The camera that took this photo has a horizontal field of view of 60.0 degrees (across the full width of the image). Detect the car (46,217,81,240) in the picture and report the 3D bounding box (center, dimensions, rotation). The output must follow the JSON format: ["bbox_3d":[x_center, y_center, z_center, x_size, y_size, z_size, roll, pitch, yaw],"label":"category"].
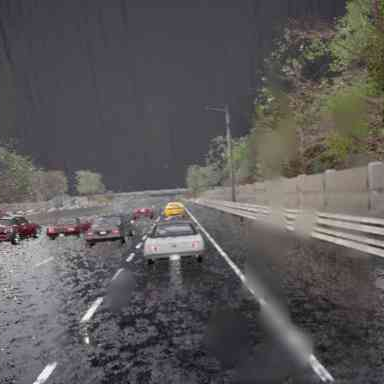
[{"bbox_3d":[-8.054,2.373,22.468,1.895,1.301,4.718,-4,-1,-3],"label":"car"}]

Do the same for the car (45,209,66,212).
[{"bbox_3d":[-24.072,3.775,60.328,2.128,1.511,4.902,-4,-1,-2],"label":"car"}]

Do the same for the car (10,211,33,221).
[{"bbox_3d":[-31.070,4.372,60.840,1.895,1.301,4.718,-4,-1,-3],"label":"car"}]

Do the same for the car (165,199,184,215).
[{"bbox_3d":[-1.880,1.936,36.484,1.882,1.535,5.008,-4,-1,-3],"label":"car"}]

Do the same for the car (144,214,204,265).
[{"bbox_3d":[-0.657,1.756,12.508,1.895,1.301,4.718,-4,-1,-3],"label":"car"}]

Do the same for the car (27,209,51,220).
[{"bbox_3d":[-27.551,4.025,60.066,2.128,1.511,4.902,-4,0,-3],"label":"car"}]

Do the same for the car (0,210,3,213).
[{"bbox_3d":[-34.402,4.199,57.010,2.150,2.045,5.566,-4,0,-3],"label":"car"}]

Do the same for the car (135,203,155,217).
[{"bbox_3d":[-5.334,2.064,37.462,2.097,1.767,4.553,-4,-1,-3],"label":"car"}]

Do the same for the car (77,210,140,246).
[{"bbox_3d":[-4.350,2.018,18.279,2.033,1.411,5.357,-4,0,-3],"label":"car"}]

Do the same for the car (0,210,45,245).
[{"bbox_3d":[-11.509,2.359,21.327,2.097,1.767,4.553,-4,-1,-3],"label":"car"}]
